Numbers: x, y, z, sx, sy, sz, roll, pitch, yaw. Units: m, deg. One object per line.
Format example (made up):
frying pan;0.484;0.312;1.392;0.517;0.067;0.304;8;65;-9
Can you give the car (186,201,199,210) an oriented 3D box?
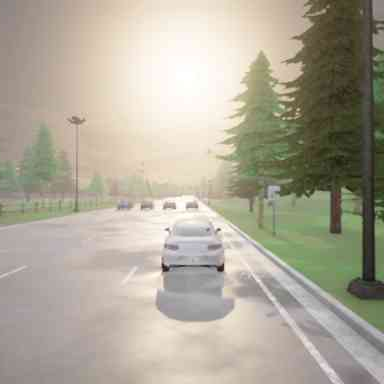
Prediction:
car;0.018;2.052;52.451;1.994;1.385;4.181;0;-1;0

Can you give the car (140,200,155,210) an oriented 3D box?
car;-6.982;2.036;52.454;2.033;1.411;5.357;0;-1;0

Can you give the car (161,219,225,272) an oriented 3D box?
car;0.037;1.630;11.026;1.812;1.442;4.674;0;-1;0

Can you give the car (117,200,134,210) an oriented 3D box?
car;-10.482;2.036;52.455;2.033;1.411;5.357;0;-1;0

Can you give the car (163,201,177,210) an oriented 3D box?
car;-3.482;2.052;52.452;1.994;1.385;4.181;0;-1;0
